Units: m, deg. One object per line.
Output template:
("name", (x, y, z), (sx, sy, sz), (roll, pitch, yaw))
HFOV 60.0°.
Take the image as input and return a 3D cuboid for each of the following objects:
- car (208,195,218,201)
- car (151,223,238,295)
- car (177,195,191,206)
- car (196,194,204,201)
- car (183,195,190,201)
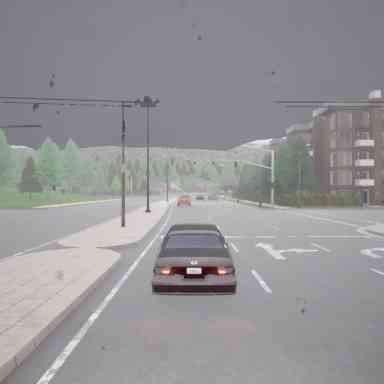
("car", (5.569, 1.539, 85.452), (2.033, 1.411, 5.357), (0, 0, 0))
("car", (0.052, 1.547, 8.841), (2.033, 1.411, 5.357), (0, 0, 0))
("car", (-1.300, 1.352, 54.588), (2.097, 1.767, 4.553), (0, 0, -1))
("car", (2.069, 1.477, 85.448), (1.882, 1.535, 5.008), (0, 0, 0))
("car", (-1.431, 1.523, 85.413), (1.812, 1.442, 4.674), (0, 0, 0))
